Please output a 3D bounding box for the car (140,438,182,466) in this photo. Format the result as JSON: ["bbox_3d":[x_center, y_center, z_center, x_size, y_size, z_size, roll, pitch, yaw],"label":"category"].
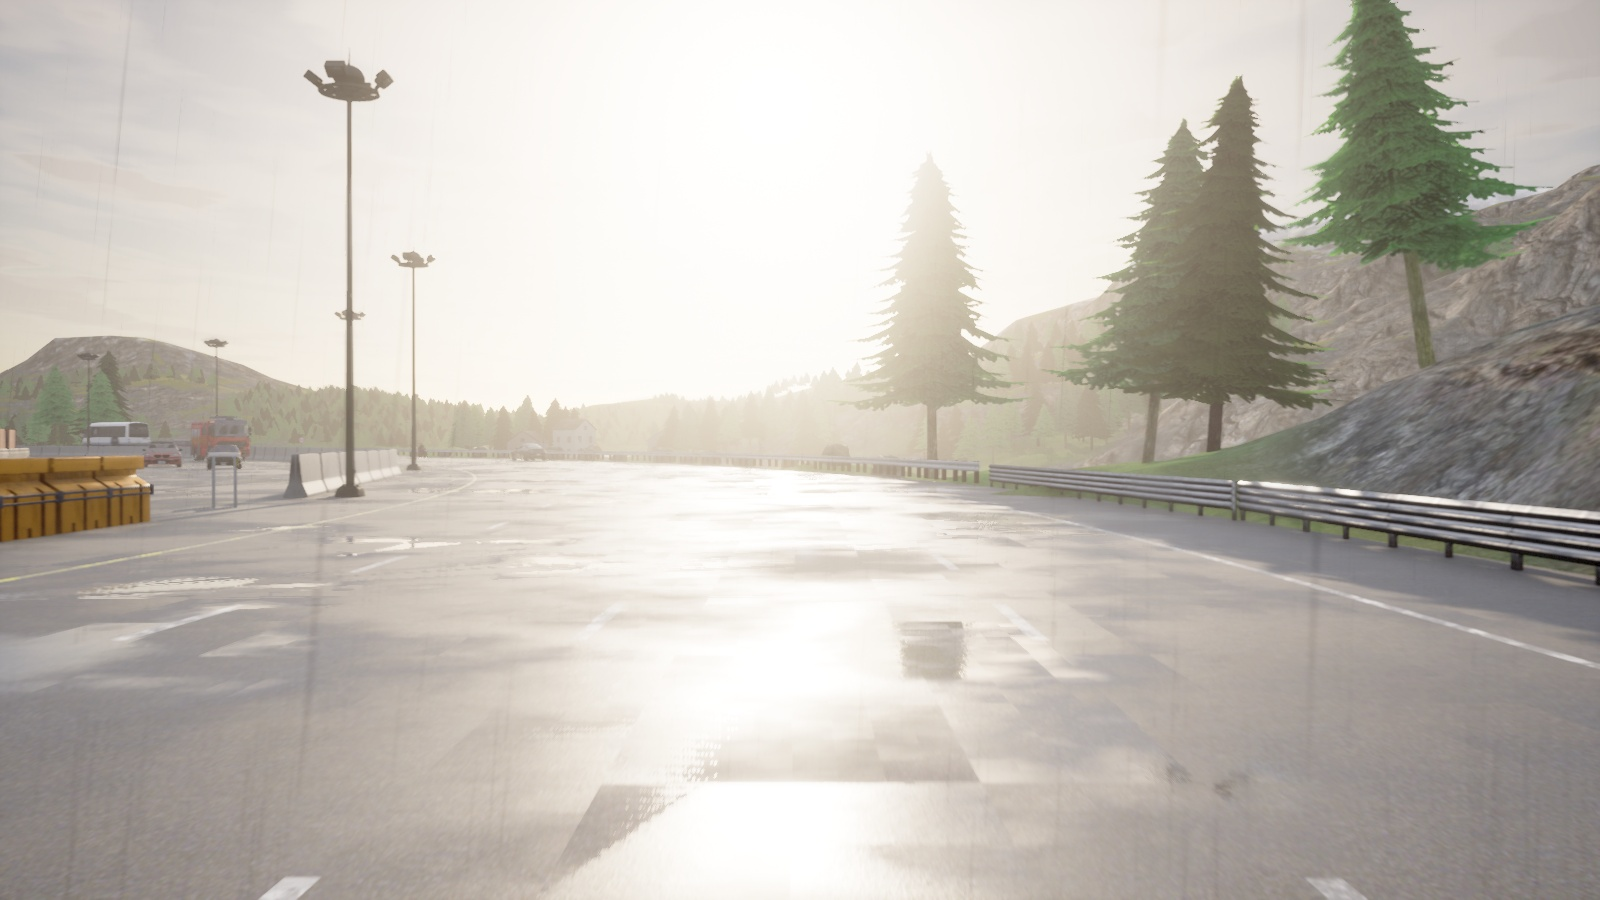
[{"bbox_3d":[-39.782,0.118,78.257,2.242,1.667,4.611,0,0,-26],"label":"car"}]

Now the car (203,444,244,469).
[{"bbox_3d":[-33.503,0.355,73.100,2.033,1.411,5.357,0,0,-23],"label":"car"}]
